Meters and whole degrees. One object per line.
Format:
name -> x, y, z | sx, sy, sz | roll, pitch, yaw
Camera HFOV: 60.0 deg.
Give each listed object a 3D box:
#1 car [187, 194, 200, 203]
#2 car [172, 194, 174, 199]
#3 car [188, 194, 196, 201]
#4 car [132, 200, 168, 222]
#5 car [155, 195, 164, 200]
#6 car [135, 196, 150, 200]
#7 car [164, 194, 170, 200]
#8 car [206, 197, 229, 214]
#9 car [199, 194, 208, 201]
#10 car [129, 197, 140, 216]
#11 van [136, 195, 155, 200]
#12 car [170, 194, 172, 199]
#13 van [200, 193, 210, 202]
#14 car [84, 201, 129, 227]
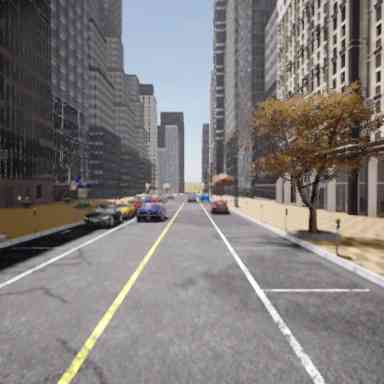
car -> -0.003, 1.325, 65.537 | 2.033, 1.411, 5.357 | 0, 0, 0
car -> -5.706, 1.271, 89.178 | 2.008, 1.369, 4.403 | -1, 0, 0
car -> -0.003, 1.166, 76.163 | 1.812, 1.442, 4.674 | 0, 0, 0
car -> -3.020, 1.502, 25.432 | 1.895, 1.301, 4.718 | 0, 0, 0
car -> -5.704, 1.368, 49.802 | 1.887, 1.381, 4.507 | -1, 0, 0
car -> -5.703, 1.421, 32.928 | 1.887, 1.381, 4.507 | -1, 0, 0
car -> -5.704, 1.341, 61.054 | 2.008, 1.369, 4.403 | -1, 0, 0
car -> 2.678, 1.458, 32.929 | 1.802, 1.307, 4.206 | -1, 0, 0
car -> 2.673, 1.187, 77.928 | 1.967, 1.590, 4.097 | -1, 0, 0
car -> -5.703, 1.421, 27.133 | 1.752, 1.417, 4.829 | -1, 0, 0
van -> -5.707, 1.199, 38.552 | 1.690, 1.788, 3.998 | -1, 0, 0
car -> -5.705, 1.326, 66.678 | 2.008, 1.369, 4.403 | -1, 0, 0
van -> 2.671, 1.116, 66.679 | 1.690, 1.788, 3.998 | -1, 0, 0
car -> -5.702, 1.466, 21.678 | 2.008, 1.369, 4.403 | -1, 0, 0
